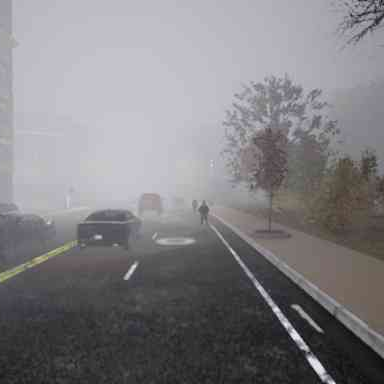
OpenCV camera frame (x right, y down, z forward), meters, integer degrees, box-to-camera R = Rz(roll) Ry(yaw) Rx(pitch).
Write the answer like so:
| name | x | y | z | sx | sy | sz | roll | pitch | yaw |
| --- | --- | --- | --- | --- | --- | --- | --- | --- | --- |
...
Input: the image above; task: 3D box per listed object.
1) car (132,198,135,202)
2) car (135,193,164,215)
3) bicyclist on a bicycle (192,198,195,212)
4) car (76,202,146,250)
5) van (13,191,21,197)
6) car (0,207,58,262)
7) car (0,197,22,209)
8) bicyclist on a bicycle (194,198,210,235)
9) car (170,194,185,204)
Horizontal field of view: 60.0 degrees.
| name | x | y | z | sx | sy | sz | roll | pitch | yaw |
| --- | --- | --- | --- | --- | --- | --- | --- | --- | --- |
| car | -8.847 | 1.408 | 55.638 | 1.994 | 1.385 | 4.181 | 0 | 0 | -5 |
| car | -4.010 | 1.104 | 32.960 | 2.150 | 2.045 | 5.566 | 0 | 0 | -3 |
| bicyclist on a bicycle | 0.238 | 1.347 | 28.629 | 0.582 | 1.620 | 1.656 | 0 | 0 | -2 |
| car | -3.342 | 1.428 | 14.172 | 1.882 | 1.535 | 5.008 | 0 | 0 | -1 |
| van | -33.948 | 0.692 | 61.998 | 3.998 | 1.788 | 1.690 | 1 | -1 | -34 |
| car | -6.742 | 1.507 | 12.281 | 2.033 | 1.411 | 5.357 | 0 | 0 | -1 |
| car | -10.094 | 1.300 | 16.248 | 2.097 | 1.767 | 4.553 | 0 | 0 | -2 |
| bicyclist on a bicycle | 0.625 | 1.305 | 17.597 | 0.659 | 1.776 | 1.843 | 0 | 0 | -2 |
| car | -2.305 | 1.350 | 56.225 | 1.994 | 1.385 | 4.181 | 0 | 0 | -5 |
